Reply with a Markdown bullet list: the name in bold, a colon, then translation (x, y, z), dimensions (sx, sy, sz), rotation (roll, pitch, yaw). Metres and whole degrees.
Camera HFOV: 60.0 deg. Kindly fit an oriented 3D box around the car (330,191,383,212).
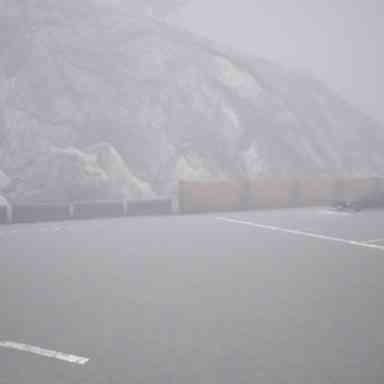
- **car**: translation (12.831, 0.609, 24.706), dimensions (5.357, 1.411, 2.033), rotation (-2, 2, -25)
